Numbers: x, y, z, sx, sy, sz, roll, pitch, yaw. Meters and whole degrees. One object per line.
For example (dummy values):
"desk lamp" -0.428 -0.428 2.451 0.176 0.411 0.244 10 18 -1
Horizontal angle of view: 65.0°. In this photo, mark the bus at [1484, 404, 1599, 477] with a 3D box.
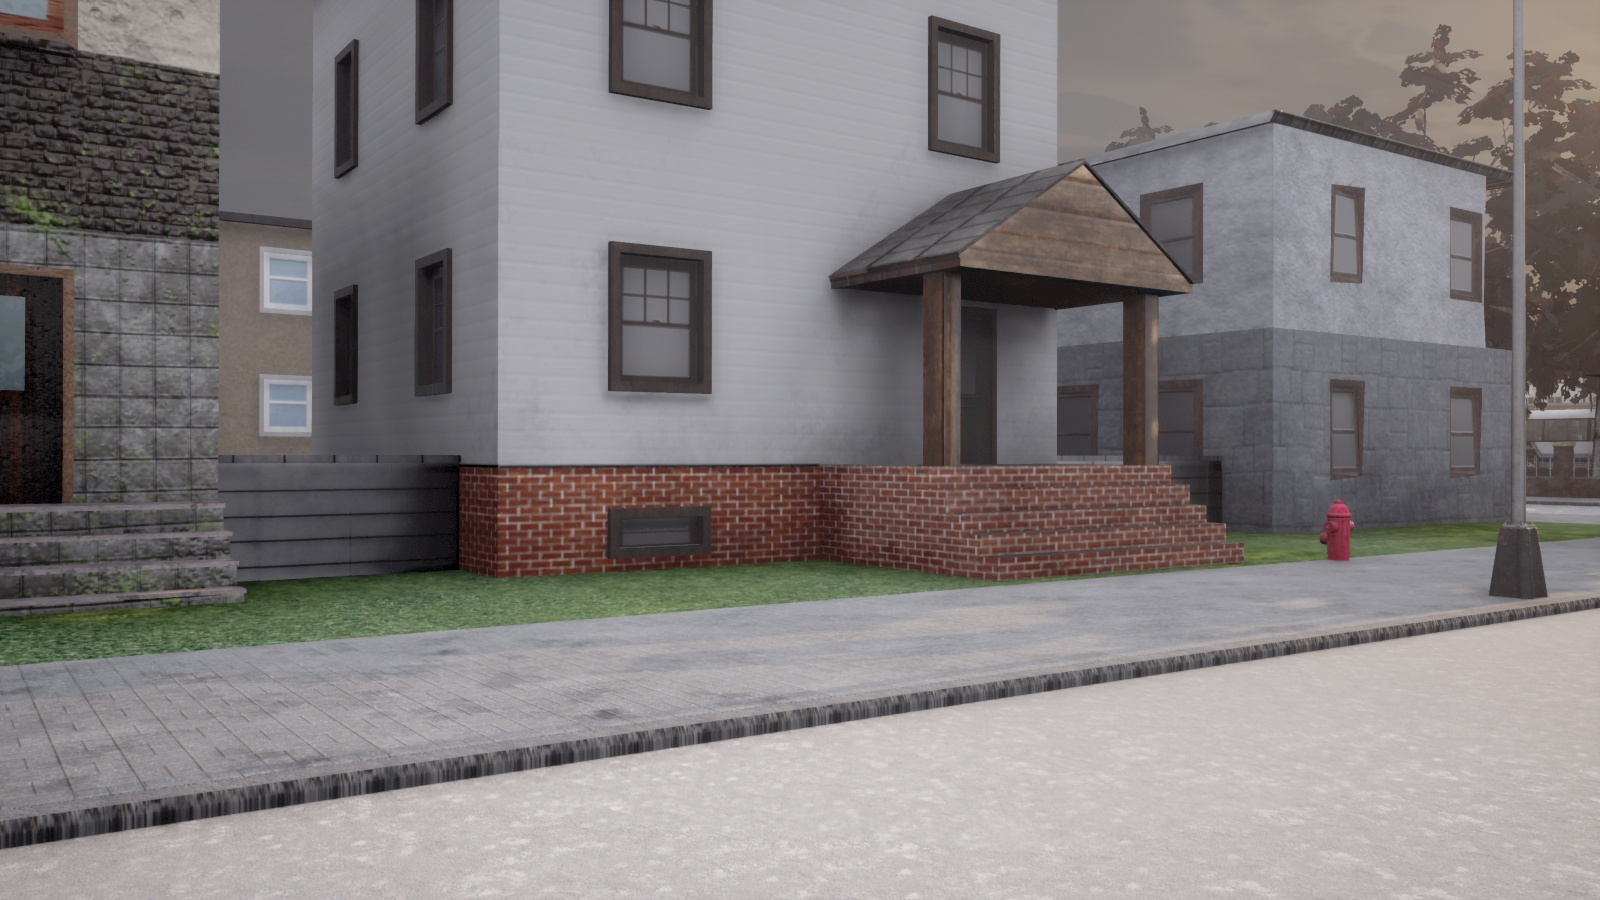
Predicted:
"bus" 47.707 -0.547 76.169 3.944 4.253 10.273 0 0 -34
